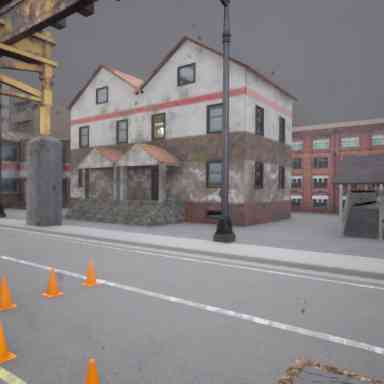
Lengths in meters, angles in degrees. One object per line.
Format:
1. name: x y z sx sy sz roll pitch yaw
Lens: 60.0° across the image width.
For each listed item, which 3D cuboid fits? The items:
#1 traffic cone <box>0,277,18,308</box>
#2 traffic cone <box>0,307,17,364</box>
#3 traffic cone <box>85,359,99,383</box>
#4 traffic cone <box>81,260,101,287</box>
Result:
1. traffic cone: -3.628 1.947 6.452 0.340 0.580 0.340 0 0 36
2. traffic cone: -2.602 1.950 4.465 0.340 0.580 0.340 0 0 36
3. traffic cone: -0.987 1.954 3.285 0.340 0.580 0.340 0 0 36
4. traffic cone: -2.448 1.947 8.067 0.340 0.580 0.340 0 0 36
